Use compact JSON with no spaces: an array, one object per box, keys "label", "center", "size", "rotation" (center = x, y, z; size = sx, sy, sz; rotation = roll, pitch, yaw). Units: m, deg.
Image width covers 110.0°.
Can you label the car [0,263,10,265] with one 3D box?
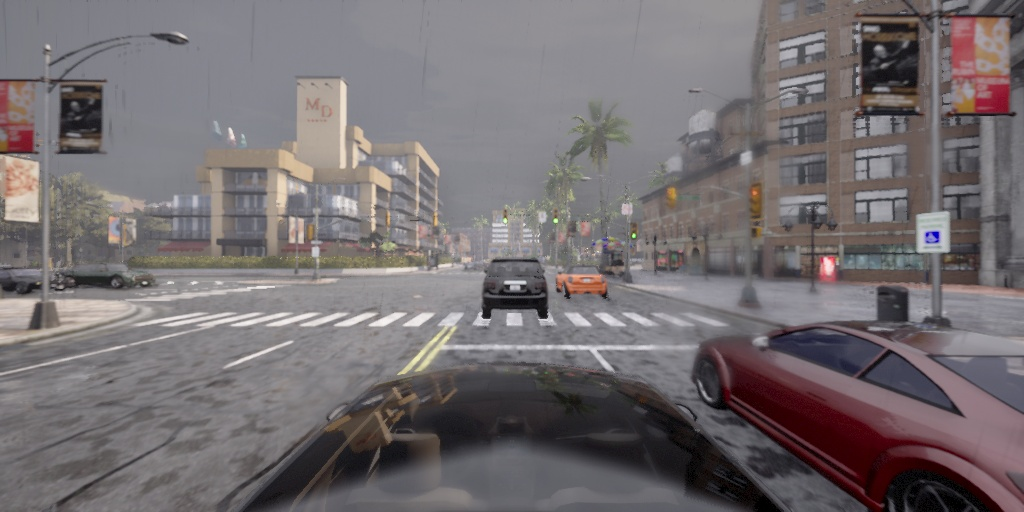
[{"label":"car","center":[-52.132,1.450,36.162],"size":[5.008,1.535,1.882],"rotation":[0,0,21]}]

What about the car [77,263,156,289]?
[{"label":"car","center":[-27.215,1.249,24.395],"size":[4.553,1.767,2.097],"rotation":[0,0,0]}]

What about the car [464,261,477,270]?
[{"label":"car","center":[-7.006,1.630,61.285],"size":[2.128,1.511,4.902],"rotation":[0,0,0]}]

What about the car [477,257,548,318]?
[{"label":"car","center":[0.097,1.051,13.463],"size":[2.150,2.045,5.566],"rotation":[0,0,0]}]

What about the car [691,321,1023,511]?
[{"label":"car","center":[3.581,1.325,3.543],"size":[1.994,1.385,4.181],"rotation":[0,0,1]}]

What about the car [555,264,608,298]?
[{"label":"car","center":[3.598,1.217,19.317],"size":[2.097,1.767,4.553],"rotation":[0,0,0]}]

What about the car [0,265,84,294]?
[{"label":"car","center":[-28.994,1.421,20.877],"size":[5.357,1.411,2.033],"rotation":[0,0,0]}]

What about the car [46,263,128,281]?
[{"label":"car","center":[-38.402,1.441,32.484],"size":[4.902,1.511,2.128],"rotation":[0,0,0]}]
